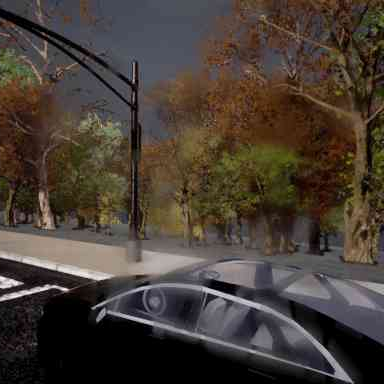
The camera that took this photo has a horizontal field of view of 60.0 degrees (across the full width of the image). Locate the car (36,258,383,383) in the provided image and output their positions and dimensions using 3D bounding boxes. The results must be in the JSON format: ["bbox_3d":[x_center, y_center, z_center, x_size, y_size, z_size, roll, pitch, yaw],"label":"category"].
[{"bbox_3d":[0.246,1.491,3.497,4.902,1.511,2.128,0,0,37],"label":"car"}]
